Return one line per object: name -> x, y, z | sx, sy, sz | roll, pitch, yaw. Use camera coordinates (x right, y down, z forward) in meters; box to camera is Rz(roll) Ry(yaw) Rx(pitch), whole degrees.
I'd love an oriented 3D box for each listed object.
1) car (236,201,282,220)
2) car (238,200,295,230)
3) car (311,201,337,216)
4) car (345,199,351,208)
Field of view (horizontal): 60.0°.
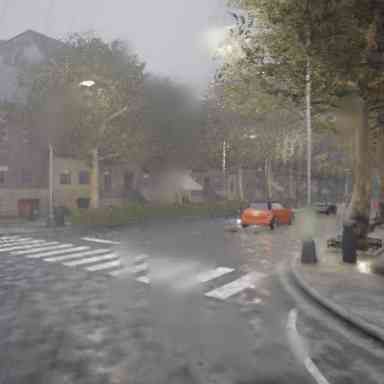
car -> 6.017, 1.527, 29.276 | 2.033, 1.411, 5.357 | 0, 0, 35
car -> 4.977, 1.337, 21.397 | 2.097, 1.767, 4.553 | 0, 0, 35
car -> 12.856, 1.550, 32.671 | 1.994, 1.385, 4.181 | 0, 0, 36
car -> 23.058, 1.586, 47.075 | 1.895, 1.301, 4.718 | 0, 0, 35
